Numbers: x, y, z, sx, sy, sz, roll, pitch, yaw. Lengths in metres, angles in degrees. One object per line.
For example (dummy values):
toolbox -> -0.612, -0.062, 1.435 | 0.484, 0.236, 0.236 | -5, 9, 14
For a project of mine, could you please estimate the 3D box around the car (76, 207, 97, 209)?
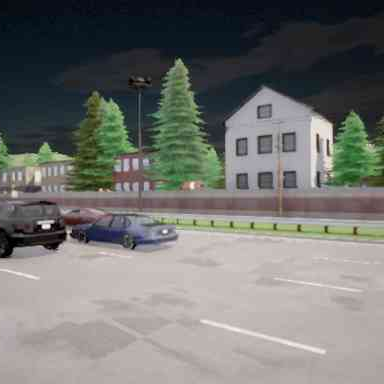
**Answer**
car -> -7.050, 1.713, 21.904 | 4.674, 1.442, 1.812 | -1, 0, 36

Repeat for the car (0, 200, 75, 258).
car -> -7.465, 1.364, 13.613 | 5.566, 2.045, 2.150 | -1, 0, 36

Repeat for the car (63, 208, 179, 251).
car -> -3.123, 1.661, 14.808 | 5.357, 1.411, 2.033 | -1, 0, 36
